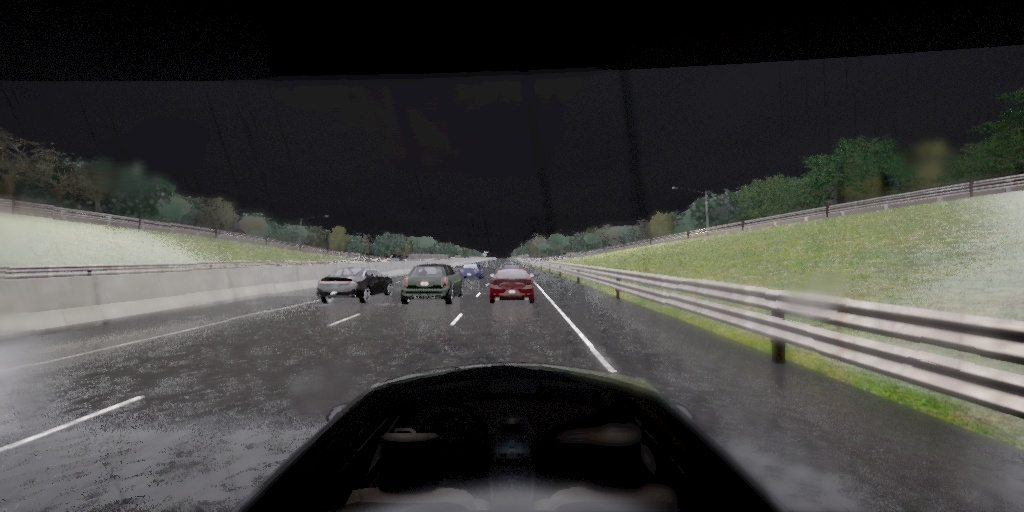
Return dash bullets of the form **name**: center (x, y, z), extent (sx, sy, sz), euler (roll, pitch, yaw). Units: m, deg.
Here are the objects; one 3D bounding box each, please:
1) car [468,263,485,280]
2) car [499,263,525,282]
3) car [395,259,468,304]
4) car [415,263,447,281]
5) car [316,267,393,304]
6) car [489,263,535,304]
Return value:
- **car**: center (-3.500, 1.329, 31.506), extent (1.812, 1.442, 4.674), euler (0, 0, 0)
- **car**: center (0.000, 1.360, 31.506), extent (2.033, 1.411, 5.357), euler (0, 0, 0)
- **car**: center (-3.500, 1.129, 16.474), extent (2.097, 1.767, 4.553), euler (0, 0, 0)
- **car**: center (-7.000, 1.329, 31.506), extent (1.812, 1.442, 4.674), euler (0, 0, 0)
- **car**: center (-7.000, 1.258, 16.504), extent (2.128, 1.511, 4.902), euler (0, 0, 0)
- **car**: center (0.000, 1.248, 16.503), extent (1.882, 1.535, 5.008), euler (0, 0, 0)
